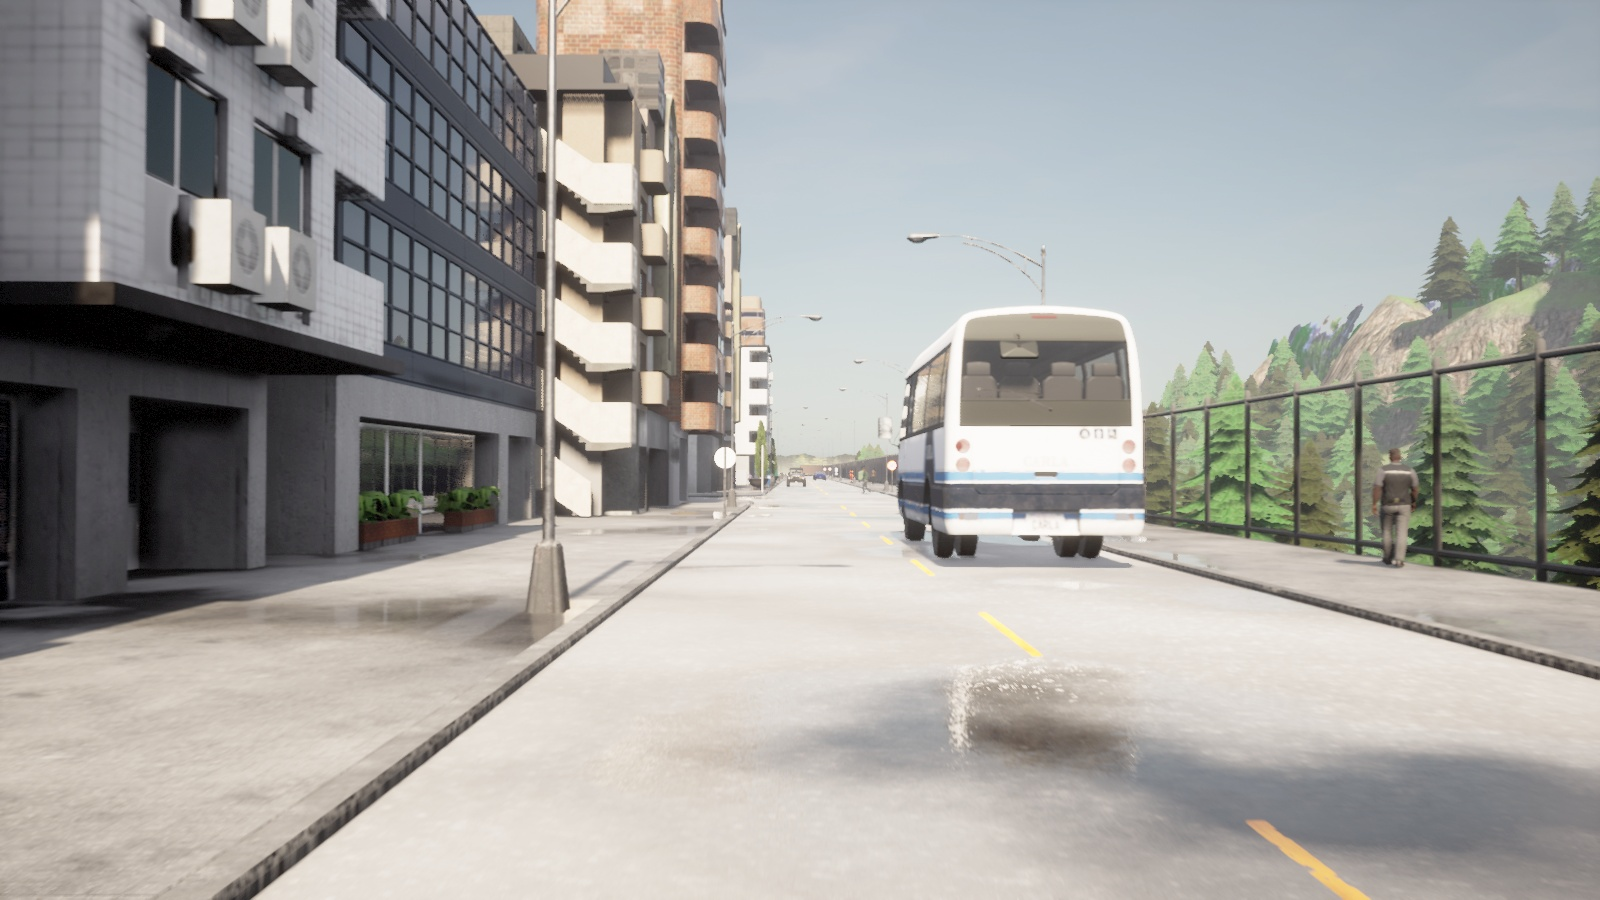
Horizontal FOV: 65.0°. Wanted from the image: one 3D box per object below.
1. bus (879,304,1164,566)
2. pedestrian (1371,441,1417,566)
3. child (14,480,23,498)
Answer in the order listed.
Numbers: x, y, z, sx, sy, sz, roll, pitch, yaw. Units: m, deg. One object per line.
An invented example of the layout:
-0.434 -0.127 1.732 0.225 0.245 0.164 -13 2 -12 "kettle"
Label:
3.928 -0.149 25.625 3.944 4.253 10.273 0 -1 0 "bus"
9.171 0.813 19.407 0.563 1.883 0.849 -1 -1 21 "pedestrian"
-48.026 2.388 77.139 0.394 1.110 0.255 0 -1 -1 "child"
